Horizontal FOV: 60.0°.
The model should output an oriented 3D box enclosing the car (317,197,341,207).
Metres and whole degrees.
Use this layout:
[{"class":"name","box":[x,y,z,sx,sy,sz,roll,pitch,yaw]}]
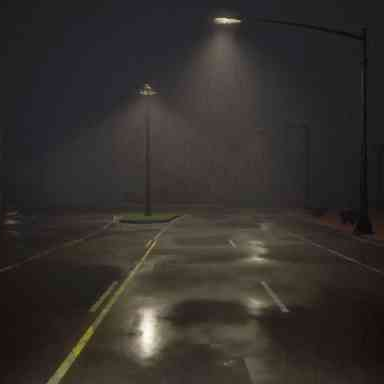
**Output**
[{"class":"car","box":[20.432,1.515,49.616,4.892,1.490,1.837,0,0,-40]}]
